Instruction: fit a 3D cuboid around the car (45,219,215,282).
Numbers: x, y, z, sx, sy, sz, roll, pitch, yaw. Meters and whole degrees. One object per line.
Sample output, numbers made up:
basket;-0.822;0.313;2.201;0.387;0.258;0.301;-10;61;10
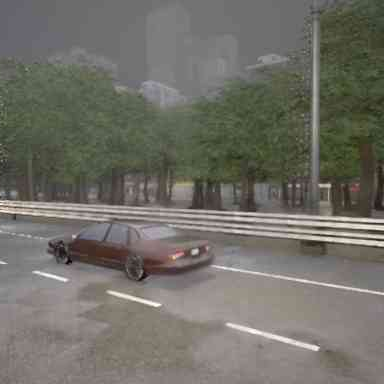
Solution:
car;-1.972;1.486;9.573;5.357;1.411;2.033;1;0;35
